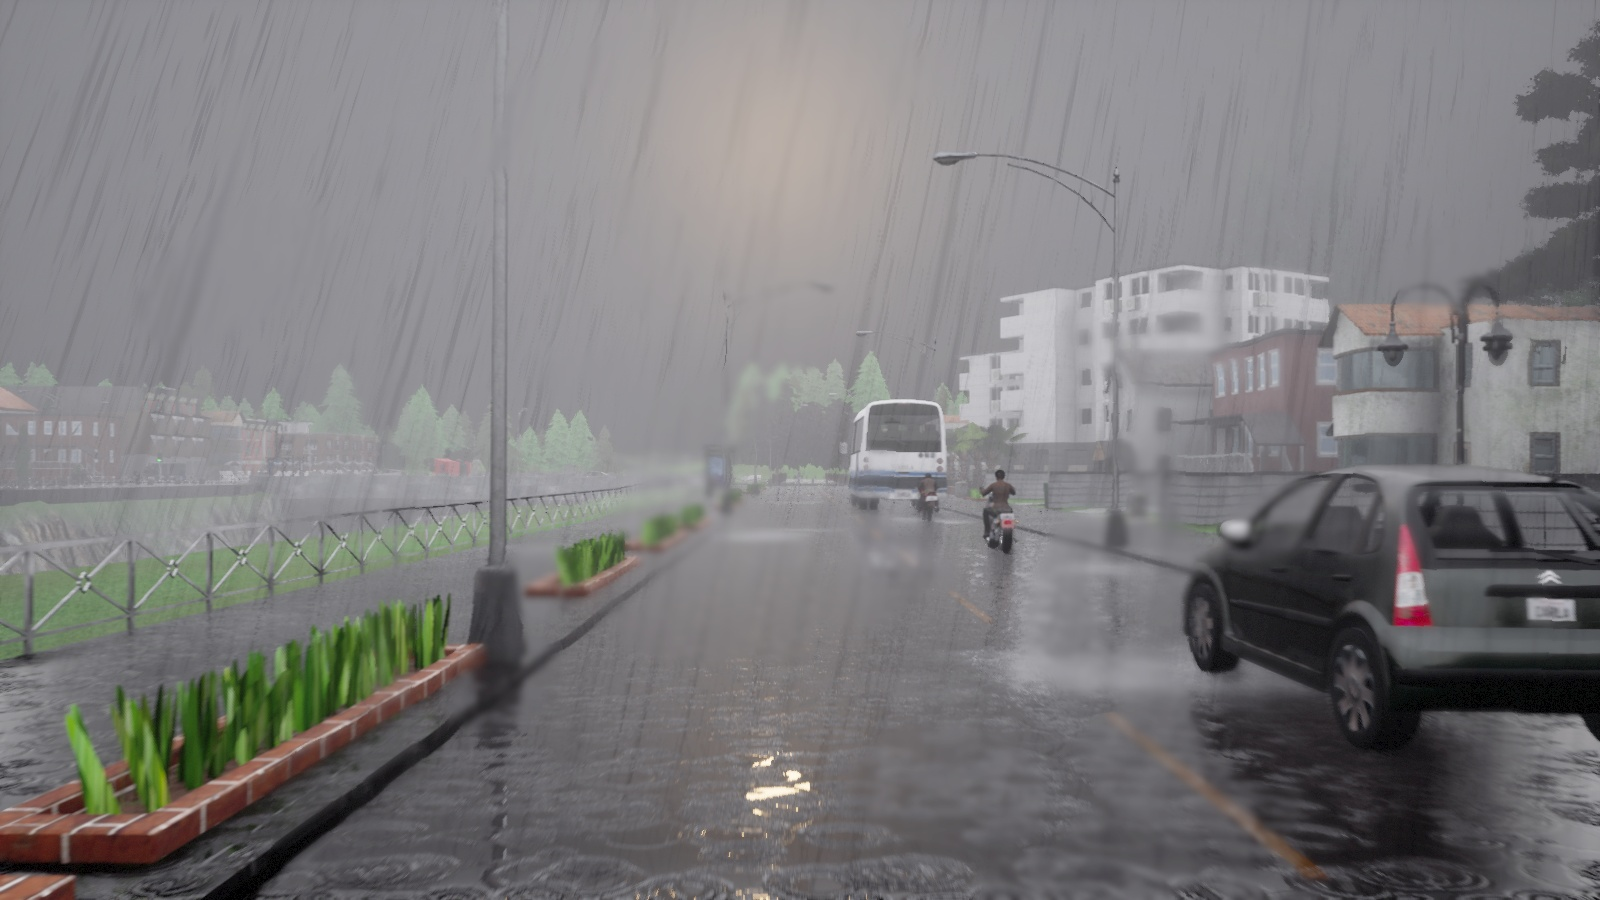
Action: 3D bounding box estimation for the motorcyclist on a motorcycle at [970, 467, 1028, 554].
[{"bbox_3d":[3.941,1.169,25.043,0.766,1.649,2.350,0,-1,0],"label":"motorcyclist on a motorcycle"}]

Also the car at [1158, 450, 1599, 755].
[{"bbox_3d":[3.980,0.842,8.686,1.851,1.617,3.988,0,-1,0],"label":"car"}]

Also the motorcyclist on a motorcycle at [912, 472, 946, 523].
[{"bbox_3d":[3.910,1.422,38.262,0.797,1.523,2.044,0,-1,0],"label":"motorcyclist on a motorcycle"}]

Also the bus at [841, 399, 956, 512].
[{"bbox_3d":[3.872,0.300,52.428,3.944,4.253,10.273,0,-1,0],"label":"bus"}]
